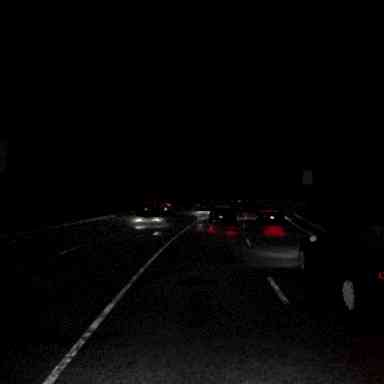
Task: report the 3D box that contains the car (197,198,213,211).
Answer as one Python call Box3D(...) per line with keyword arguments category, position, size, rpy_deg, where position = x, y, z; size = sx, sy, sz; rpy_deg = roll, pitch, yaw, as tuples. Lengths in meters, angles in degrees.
Box3D(category="car", position=(2.023, 1.520, 40.401), size=(1.812, 1.442, 4.674), rpy_deg=(0, 0, 16))

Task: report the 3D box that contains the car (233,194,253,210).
Box3D(category="car", position=(6.471, 1.228, 42.508), size=(2.150, 2.045, 5.566), rpy_deg=(0, 0, 17))

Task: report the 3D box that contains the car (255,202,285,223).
Box3D(category="car", position=(5.995, 1.515, 25.535), size=(1.837, 1.490, 4.892), rpy_deg=(0, 0, 10))

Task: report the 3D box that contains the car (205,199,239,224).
Box3D(category="car", position=(2.372, 1.527, 25.109), size=(1.812, 1.442, 4.674), rpy_deg=(0, 0, 10))

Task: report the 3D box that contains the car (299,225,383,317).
Box3D(category="car", position=(3.889, 1.483, 7.496), size=(1.882, 1.535, 5.008), rpy_deg=(0, 0, 3))

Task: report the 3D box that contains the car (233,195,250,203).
Box3D(category="car", position=(10.855, 1.496, 71.977), size=(2.128, 1.511, 4.902), rpy_deg=(0, 0, 28))

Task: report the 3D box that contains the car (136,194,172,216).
Box3D(category="car", position=(-3.536, 1.204, 32.562), size=(2.150, 2.045, 5.566), rpy_deg=(0, 0, 13))
